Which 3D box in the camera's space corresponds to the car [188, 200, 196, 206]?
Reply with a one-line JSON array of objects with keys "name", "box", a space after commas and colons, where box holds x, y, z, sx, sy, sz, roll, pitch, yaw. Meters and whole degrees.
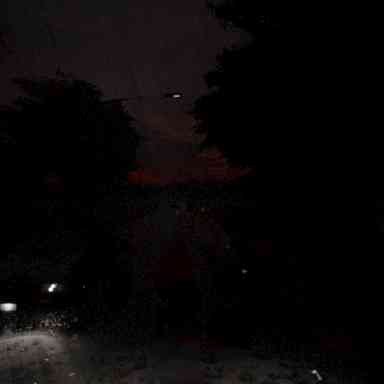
[{"name": "car", "box": [-0.010, 2.403, 73.716, 1.895, 1.301, 4.718, 0, -1, 0]}]

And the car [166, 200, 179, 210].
[{"name": "car", "box": [-3.073, 2.029, 52.221, 1.837, 1.490, 4.892, 0, -1, 0]}]

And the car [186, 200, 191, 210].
[{"name": "car", "box": [-0.007, 2.093, 52.642, 1.994, 1.385, 4.181, 0, -1, 0]}]

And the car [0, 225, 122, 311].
[{"name": "car", "box": [-3.101, 1.566, 8.280, 2.033, 1.411, 5.357, 0, 0, 0]}]

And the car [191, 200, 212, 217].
[{"name": "car", "box": [1.045, 1.739, 34.286, 1.801, 1.575, 5.366, 0, -1, 0]}]
